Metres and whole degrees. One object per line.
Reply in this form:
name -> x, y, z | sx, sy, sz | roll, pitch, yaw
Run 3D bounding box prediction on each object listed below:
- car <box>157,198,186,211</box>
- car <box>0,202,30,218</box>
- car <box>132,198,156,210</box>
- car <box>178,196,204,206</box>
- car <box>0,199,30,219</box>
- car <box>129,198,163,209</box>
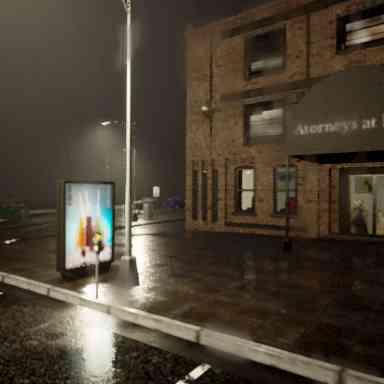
car -> -1.584, 1.429, 40.599 | 1.882, 1.535, 5.008 | 0, 1, 36
car -> -17.472, 1.614, 30.145 | 1.895, 1.301, 4.718 | 0, 1, 33
car -> -4.881, 1.480, 41.933 | 2.033, 1.411, 5.357 | 0, 1, 36
car -> -0.146, 1.364, 53.882 | 1.812, 1.442, 4.674 | 1, 1, 37
car -> -15.733, 1.397, 26.934 | 2.097, 1.767, 4.553 | 0, 1, 35
car -> -6.255, 1.499, 45.555 | 1.895, 1.301, 4.718 | 0, 1, 36
